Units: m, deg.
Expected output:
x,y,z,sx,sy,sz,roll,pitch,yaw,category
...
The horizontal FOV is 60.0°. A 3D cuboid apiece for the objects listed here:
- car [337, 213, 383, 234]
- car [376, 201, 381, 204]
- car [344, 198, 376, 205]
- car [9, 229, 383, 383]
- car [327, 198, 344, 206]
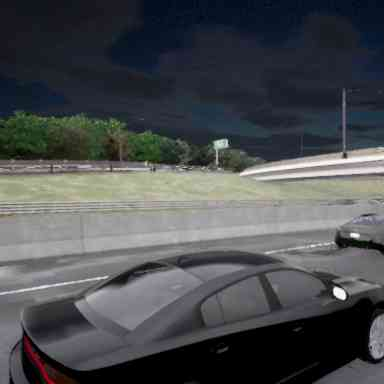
x,y,z,sx,sy,sz,roll,pitch,yaw,category
7.564,1.538,13.160,4.181,1.385,1.994,0,0,-34,car
21.989,1.585,35.424,4.181,1.385,1.994,0,0,-33,car
19.965,1.543,38.283,4.674,1.442,1.812,0,0,-33,car
0.593,1.466,4.135,5.008,1.535,1.882,0,0,-35,car
19.027,1.526,41.845,4.892,1.490,1.837,1,0,-33,car
